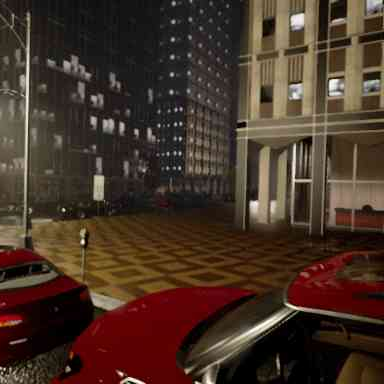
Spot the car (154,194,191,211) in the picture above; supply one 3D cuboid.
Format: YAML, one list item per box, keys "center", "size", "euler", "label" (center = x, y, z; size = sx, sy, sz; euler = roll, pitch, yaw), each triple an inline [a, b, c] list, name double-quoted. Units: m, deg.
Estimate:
- center: [-2.220, 1.213, 34.784]
  size: [1.802, 1.307, 4.206]
  euler: [2, 2, 30]
  label: "car"

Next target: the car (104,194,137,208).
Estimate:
- center: [-7.886, 1.011, 36.575]
  size: [1.994, 1.385, 4.181]
  euler: [2, 2, 30]
  label: "car"

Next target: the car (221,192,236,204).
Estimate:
- center: [6.316, 0.952, 49.429]
  size: [1.967, 1.590, 4.097]
  euler: [2, 2, 30]
  label: "car"

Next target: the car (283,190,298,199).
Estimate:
- center: [23.384, 0.590, 78.724]
  size: [2.192, 1.841, 5.009]
  euler: [2, 2, 30]
  label: "car"

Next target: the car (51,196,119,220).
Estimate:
- center: [-7.908, 1.276, 25.017]
  size: [1.947, 1.339, 4.313]
  euler: [2, 2, 30]
  label: "car"

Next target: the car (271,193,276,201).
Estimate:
- center: [14.848, 0.833, 64.078]
  size: [1.967, 1.590, 4.097]
  euler: [2, 2, 30]
  label: "car"

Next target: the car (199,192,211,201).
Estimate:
- center: [1.843, 0.635, 58.392]
  size: [1.967, 1.590, 4.097]
  euler: [2, 2, 30]
  label: "car"

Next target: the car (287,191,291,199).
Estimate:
- center: [20.532, 0.896, 73.848]
  size: [1.802, 1.307, 4.206]
  euler: [2, 2, 30]
  label: "car"

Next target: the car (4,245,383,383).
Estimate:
- center: [1.299, 1.316, 1.926]
  size: [5.009, 1.841, 2.192]
  euler: [1, 2, 36]
  label: "car"

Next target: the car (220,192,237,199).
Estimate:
- center: [7.532, 0.660, 68.168]
  size: [1.887, 1.381, 4.507]
  euler: [2, 2, 30]
  label: "car"

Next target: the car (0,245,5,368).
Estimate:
- center: [-3.280, 1.509, 5.199]
  size: [4.206, 1.307, 1.802]
  euler: [1, 2, 36]
  label: "car"

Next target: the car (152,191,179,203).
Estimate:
- center: [-3.849, 0.715, 48.619]
  size: [1.967, 1.590, 4.097]
  euler: [2, 2, 30]
  label: "car"

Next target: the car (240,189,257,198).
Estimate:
- center: [13.231, 0.352, 77.935]
  size: [2.192, 1.841, 5.009]
  euler: [2, 2, 30]
  label: "car"

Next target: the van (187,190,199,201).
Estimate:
- center: [-1.000, 0.576, 53.503]
  size: [1.690, 1.788, 3.998]
  euler: [2, 2, 30]
  label: "van"

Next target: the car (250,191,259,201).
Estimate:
- center: [12.087, 0.957, 59.344]
  size: [1.752, 1.417, 4.829]
  euler: [2, 2, 30]
  label: "car"

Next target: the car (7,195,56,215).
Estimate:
- center: [-12.885, 1.022, 27.979]
  size: [1.837, 1.490, 4.892]
  euler: [2, 2, 30]
  label: "car"

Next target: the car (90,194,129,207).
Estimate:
- center: [-9.545, 0.919, 38.849]
  size: [1.947, 1.339, 4.313]
  euler: [2, 2, 30]
  label: "car"

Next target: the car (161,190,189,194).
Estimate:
- center: [-2.779, 0.902, 45.322]
  size: [1.812, 1.442, 4.674]
  euler: [2, 2, 31]
  label: "car"
